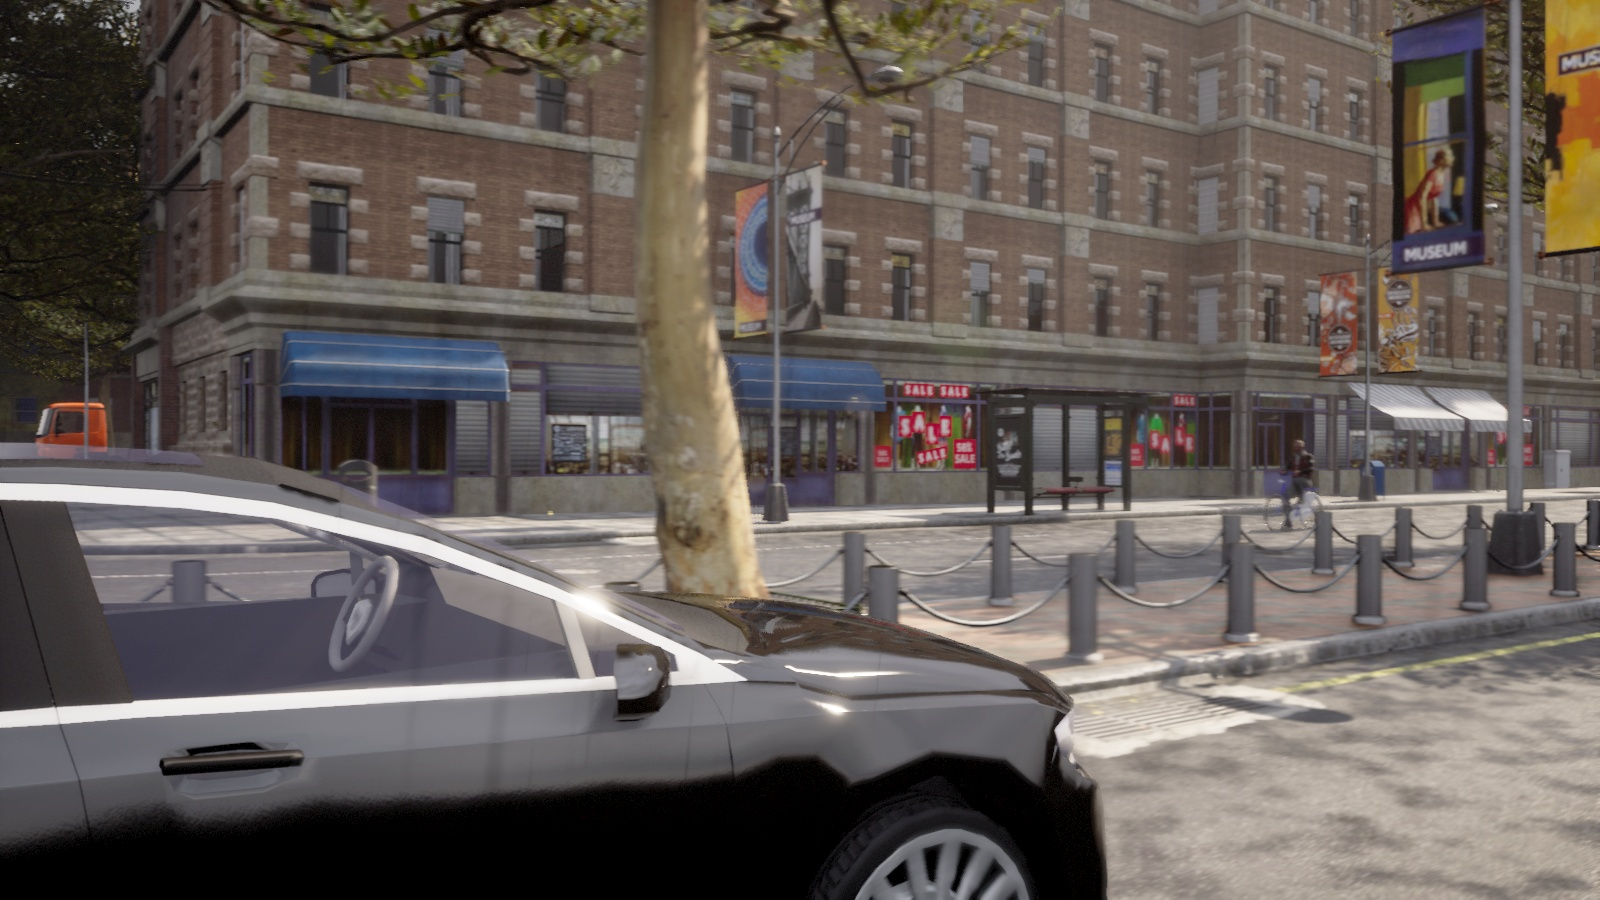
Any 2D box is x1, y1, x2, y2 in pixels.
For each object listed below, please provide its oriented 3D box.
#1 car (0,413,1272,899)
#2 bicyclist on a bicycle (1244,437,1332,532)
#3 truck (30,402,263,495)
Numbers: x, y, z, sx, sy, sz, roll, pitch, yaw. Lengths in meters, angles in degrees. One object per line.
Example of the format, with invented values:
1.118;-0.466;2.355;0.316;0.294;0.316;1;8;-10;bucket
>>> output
-1.418;0.711;2.672;4.902;1.511;2.128;0;0;-35;car
9.420;0.655;24.227;1.843;1.776;0.659;0;0;-35;bicyclist on a bicycle
-26.009;-0.058;50.163;7.936;3.462;2.891;0;0;-35;truck
